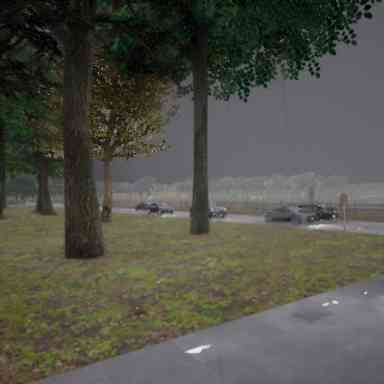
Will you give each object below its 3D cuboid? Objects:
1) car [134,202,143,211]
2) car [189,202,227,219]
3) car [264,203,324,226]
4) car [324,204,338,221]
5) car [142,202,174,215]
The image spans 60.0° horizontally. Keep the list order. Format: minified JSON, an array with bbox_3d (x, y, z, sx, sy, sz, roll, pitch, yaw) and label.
[{"bbox_3d":[-7.391,2.260,52.675,2.033,1.411,5.357,-2,0,-34],"label":"car"},{"bbox_3d":[1.604,1.782,34.804,2.097,1.767,4.553,-2,0,-35],"label":"car"},{"bbox_3d":[7.700,1.800,26.118,1.994,1.385,4.181,-2,0,-35],"label":"car"},{"bbox_3d":[9.779,1.685,28.103,1.837,1.490,4.892,-1,0,-34],"label":"car"},{"bbox_3d":[-4.145,2.111,43.018,1.837,1.490,4.892,-2,0,-35],"label":"car"}]
